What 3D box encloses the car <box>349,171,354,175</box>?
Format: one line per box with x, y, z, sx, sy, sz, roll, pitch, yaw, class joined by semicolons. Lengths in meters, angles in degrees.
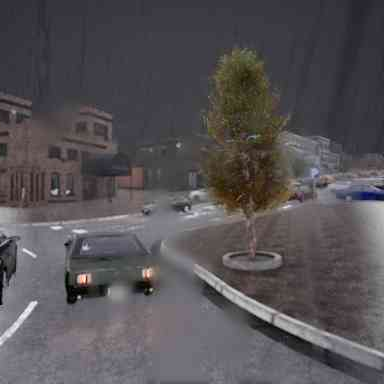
34.515;-3.565;78.183;5.008;1.535;2.097;-2;3;21;car

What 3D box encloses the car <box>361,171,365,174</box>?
40.249;-4.395;84.793;5.566;2.045;2.435;-2;3;21;car

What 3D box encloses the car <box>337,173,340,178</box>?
28.764;-3.054;71.545;4.553;1.767;2.185;-2;3;21;car

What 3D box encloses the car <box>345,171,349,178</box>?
32.604;-3.484;75.958;4.553;1.767;2.185;-2;3;21;car

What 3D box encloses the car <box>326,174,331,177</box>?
24.915;-2.482;67.136;4.892;1.521;2.231;-2;3;21;car

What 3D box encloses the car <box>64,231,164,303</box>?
-2.235;1.641;8.442;1.895;1.301;4.718;0;0;-21;car

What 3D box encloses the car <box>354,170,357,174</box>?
36.430;-3.764;80.394;5.008;1.535;2.097;-2;2;21;car

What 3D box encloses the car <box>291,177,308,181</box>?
17.255;-1.587;58.284;5.008;1.535;2.097;-2;3;21;car

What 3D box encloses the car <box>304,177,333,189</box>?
19.564;-1.167;51.258;1.895;1.301;4.718;0;4;42;car

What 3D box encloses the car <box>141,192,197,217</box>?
-2.061;1.123;27.763;1.837;1.490;4.892;0;3;41;car

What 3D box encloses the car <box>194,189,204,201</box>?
1.995;0.252;40.419;4.674;1.452;2.002;-2;3;20;car

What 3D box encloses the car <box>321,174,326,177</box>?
22.999;-2.258;64.927;4.892;1.521;2.231;-2;3;21;car

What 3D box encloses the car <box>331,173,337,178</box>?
26.831;-2.707;69.351;5.008;1.535;2.097;-2;3;21;car

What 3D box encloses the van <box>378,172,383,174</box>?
26.118;-1.263;41.590;4.442;1.987;1.878;-1;4;22;van

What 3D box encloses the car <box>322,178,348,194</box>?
18.704;-0.558;40.184;1.812;1.442;4.674;-6;5;-43;car

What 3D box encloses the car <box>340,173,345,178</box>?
30.667;-3.107;73.783;4.674;1.452;2.002;-2;3;21;car

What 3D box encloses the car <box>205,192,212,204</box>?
3.869;0.332;34.687;2.097;1.767;4.553;0;4;41;car

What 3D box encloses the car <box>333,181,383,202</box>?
15.929;0.113;30.601;5.008;1.535;2.097;-1;4;22;car

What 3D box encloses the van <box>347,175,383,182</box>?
18.048;-0.343;32.748;4.442;1.987;1.878;-1;4;23;van

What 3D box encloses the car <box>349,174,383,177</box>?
19.926;-0.596;35.002;5.566;2.045;2.435;-1;4;23;car

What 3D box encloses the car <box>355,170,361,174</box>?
38.191;-3.956;82.662;5.366;1.575;1.946;-2;3;21;car

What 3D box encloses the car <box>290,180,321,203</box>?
10.958;0.027;33.813;2.097;1.767;4.553;0;4;41;car

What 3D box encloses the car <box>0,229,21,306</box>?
-5.164;1.520;7.615;2.128;1.511;4.902;0;0;-24;car
